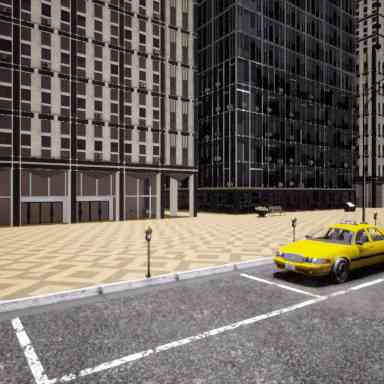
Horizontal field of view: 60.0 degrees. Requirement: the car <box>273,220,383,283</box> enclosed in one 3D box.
[{"bbox_3d":[4.407,1.526,9.653,4.829,1.417,1.752,0,0,-35],"label":"car"}]
